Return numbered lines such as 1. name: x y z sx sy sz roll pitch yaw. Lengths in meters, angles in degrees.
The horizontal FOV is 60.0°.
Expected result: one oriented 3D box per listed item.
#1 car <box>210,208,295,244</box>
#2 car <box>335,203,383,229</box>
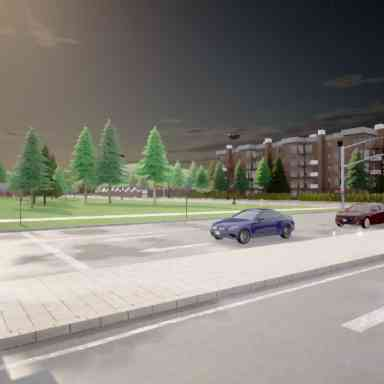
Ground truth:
1. car: 3.004 1.526 15.935 4.674 1.442 1.812 0 0 -36
2. car: 11.445 1.478 21.925 5.008 1.535 1.882 0 0 -35
